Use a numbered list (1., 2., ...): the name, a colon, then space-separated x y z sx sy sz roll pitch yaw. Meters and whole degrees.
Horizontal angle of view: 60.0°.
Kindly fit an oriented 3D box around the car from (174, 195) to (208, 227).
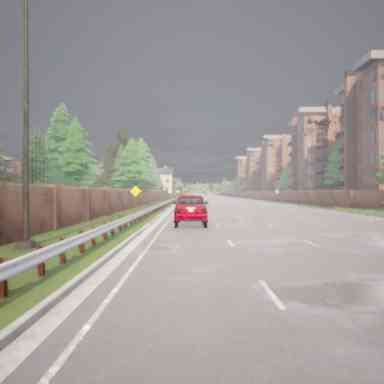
1. car: -0.087 1.221 22.756 2.150 2.045 5.566 0 0 0
